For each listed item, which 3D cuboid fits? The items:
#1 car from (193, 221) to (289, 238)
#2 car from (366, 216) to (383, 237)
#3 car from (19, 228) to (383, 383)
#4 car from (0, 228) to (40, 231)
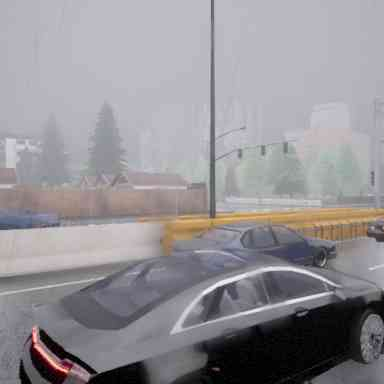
[{"bbox_3d":[1.856,1.547,9.359,5.357,1.411,2.033,0,0,-35],"label":"car"},{"bbox_3d":[10.056,1.547,15.179,5.357,1.411,2.033,0,0,-35],"label":"car"},{"bbox_3d":[0.601,1.492,4.169,4.902,1.511,2.128,0,0,-35],"label":"car"},{"bbox_3d":[-9.511,1.477,14.401,5.008,1.535,1.882,0,0,-35],"label":"car"}]
